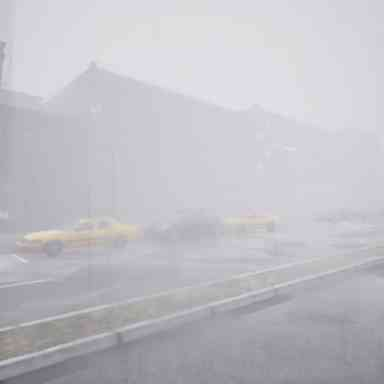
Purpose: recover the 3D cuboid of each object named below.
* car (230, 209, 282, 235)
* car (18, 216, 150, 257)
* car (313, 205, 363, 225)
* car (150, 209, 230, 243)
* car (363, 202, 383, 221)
[{"bbox_3d":[3.745,1.917,22.048,5.366,1.575,1.946,0,-2,-39],"label":"car"},{"bbox_3d":[-4.861,1.872,15.113,5.366,1.575,1.946,0,-2,-39],"label":"car"},{"bbox_3d":[12.498,1.966,29.103,4.892,1.521,2.231,0,-2,-39],"label":"car"},{"bbox_3d":[-0.393,1.773,18.722,4.553,1.767,2.185,0,-2,-39],"label":"car"},{"bbox_3d":[16.796,2.027,32.567,4.674,1.452,2.002,0,-2,-39],"label":"car"}]
